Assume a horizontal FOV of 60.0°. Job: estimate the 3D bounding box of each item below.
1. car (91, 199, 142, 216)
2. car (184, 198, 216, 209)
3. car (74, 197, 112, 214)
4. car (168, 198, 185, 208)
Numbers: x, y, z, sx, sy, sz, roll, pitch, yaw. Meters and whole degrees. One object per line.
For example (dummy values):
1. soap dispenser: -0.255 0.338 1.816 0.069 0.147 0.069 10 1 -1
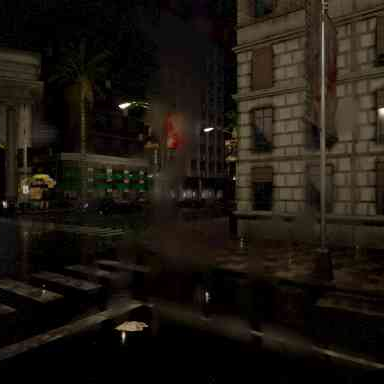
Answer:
1. car: -7.207 1.601 32.836 1.895 1.301 4.718 0 0 36
2. car: 1.381 1.562 44.460 1.994 1.385 4.181 0 0 38
3. car: -10.027 1.352 34.897 2.097 1.767 4.553 0 0 36
4. car: -1.043 1.548 47.185 2.033 1.411 5.357 0 0 37
